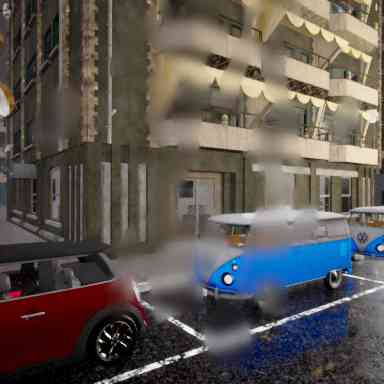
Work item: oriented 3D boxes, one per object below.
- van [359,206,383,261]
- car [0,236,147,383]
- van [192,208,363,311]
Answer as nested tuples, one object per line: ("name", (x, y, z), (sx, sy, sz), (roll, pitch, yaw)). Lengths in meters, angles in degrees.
("van", (6.529, 1.345, 10.780), (3.998, 1.788, 1.690), (0, 0, -36))
("car", (-2.722, 1.440, 4.152), (4.097, 1.590, 1.967), (0, 0, -36))
("van", (1.904, 1.343, 7.466), (3.998, 1.788, 1.690), (0, 0, -36))
